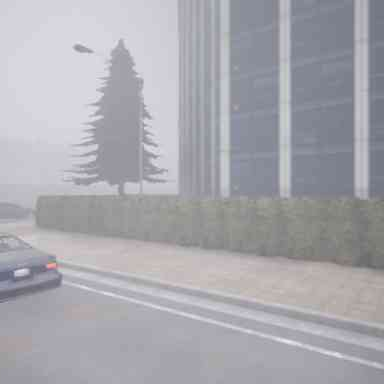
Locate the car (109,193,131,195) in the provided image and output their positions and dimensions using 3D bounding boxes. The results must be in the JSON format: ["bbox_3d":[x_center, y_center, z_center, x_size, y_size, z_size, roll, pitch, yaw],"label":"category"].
[{"bbox_3d":[-9.820,1.189,42.869,2.150,2.045,5.566,0,0,35],"label":"car"}]

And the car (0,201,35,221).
[{"bbox_3d":[-13.881,1.468,24.889,1.837,1.490,4.892,-2,-1,32],"label":"car"}]

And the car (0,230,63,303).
[{"bbox_3d":[-5.204,1.554,7.675,5.357,1.411,2.033,0,0,36],"label":"car"}]
